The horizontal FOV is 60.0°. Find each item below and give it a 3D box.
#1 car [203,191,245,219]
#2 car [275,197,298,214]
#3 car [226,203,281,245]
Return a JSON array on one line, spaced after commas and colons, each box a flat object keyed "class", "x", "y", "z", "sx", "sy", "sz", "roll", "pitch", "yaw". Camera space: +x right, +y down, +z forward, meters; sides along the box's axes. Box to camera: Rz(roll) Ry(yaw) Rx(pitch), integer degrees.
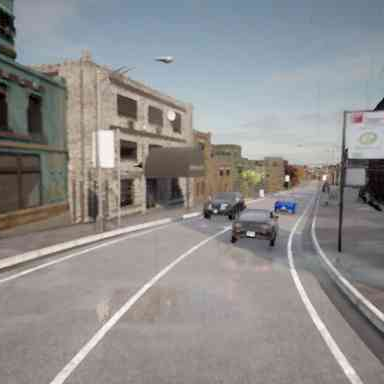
[{"class": "car", "x": 2.637, "y": 0.973, "z": 25.606, "sx": 2.150, "sy": 2.045, "sz": 5.566, "roll": 2, "pitch": 1, "yaw": 21}, {"class": "car", "x": 9.207, "y": 1.241, "z": 32.461, "sx": 1.882, "sy": 1.535, "sz": 5.008, "roll": 2, "pitch": 2, "yaw": 21}, {"class": "car", "x": 2.984, "y": 1.474, "z": 15.350, "sx": 1.812, "sy": 1.442, "sz": 4.674, "roll": 2, "pitch": 1, "yaw": 16}]
